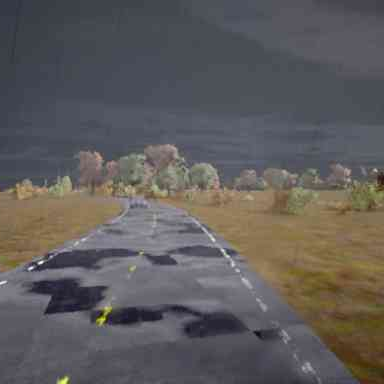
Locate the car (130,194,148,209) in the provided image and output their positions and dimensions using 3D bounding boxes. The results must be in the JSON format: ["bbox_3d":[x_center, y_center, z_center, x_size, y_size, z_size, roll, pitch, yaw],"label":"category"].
[{"bbox_3d":[-6.795,1.252,42.560,2.097,1.767,4.553,0,0,-10],"label":"car"}]

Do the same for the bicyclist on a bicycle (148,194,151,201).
[{"bbox_3d":[-9.192,1.216,71.301,0.659,1.776,1.843,0,0,-16],"label":"bicyclist on a bicycle"}]

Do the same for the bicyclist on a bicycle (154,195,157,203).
[{"bbox_3d":[-6.890,1.312,62.578,0.582,1.620,1.656,0,0,-14],"label":"bicyclist on a bicycle"}]

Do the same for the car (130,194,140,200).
[{"bbox_3d":[-15.147,1.261,87.520,1.812,1.442,4.674,0,0,-20],"label":"car"}]
